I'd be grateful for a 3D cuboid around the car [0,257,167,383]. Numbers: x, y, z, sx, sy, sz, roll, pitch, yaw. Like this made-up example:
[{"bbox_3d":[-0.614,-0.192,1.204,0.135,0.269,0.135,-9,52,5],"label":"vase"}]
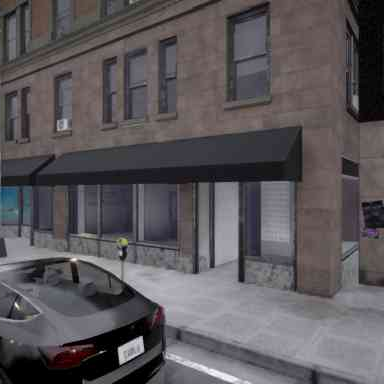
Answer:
[{"bbox_3d":[-2.280,1.566,4.428,4.313,1.339,1.947,0,0,35],"label":"car"}]
